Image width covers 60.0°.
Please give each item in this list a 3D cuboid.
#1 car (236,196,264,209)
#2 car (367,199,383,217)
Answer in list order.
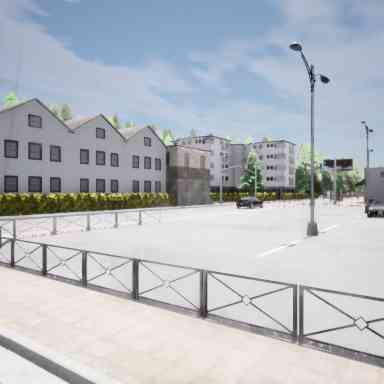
[{"bbox_3d":[7.360,1.286,41.957,1.882,1.535,5.008,0,0,35],"label":"car"},{"bbox_3d":[15.416,1.298,26.814,2.007,1.523,4.514,0,0,35],"label":"car"}]
